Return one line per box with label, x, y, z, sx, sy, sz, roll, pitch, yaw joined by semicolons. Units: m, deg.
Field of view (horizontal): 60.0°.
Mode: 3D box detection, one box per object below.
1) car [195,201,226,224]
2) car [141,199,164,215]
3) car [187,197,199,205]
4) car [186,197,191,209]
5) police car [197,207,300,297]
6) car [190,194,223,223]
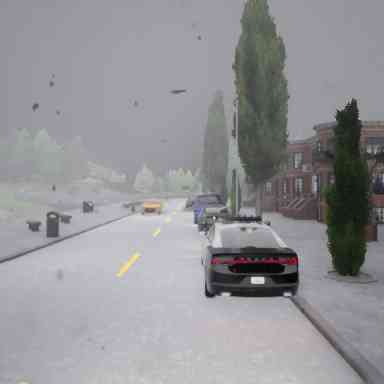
car;1.240;1.502;18.604;1.837;1.490;4.892;0;0;0
car;-3.927;1.472;33.442;1.882;1.535;5.008;0;0;0
car;0.129;1.554;58.911;1.994;1.385;4.181;0;0;0
car;0.118;1.593;46.176;1.895;1.301;4.718;0;0;1
police car;1.219;1.424;8.714;1.930;1.638;5.238;0;0;0
car;1.193;1.169;24.634;2.150;2.045;5.566;-3;0;0
